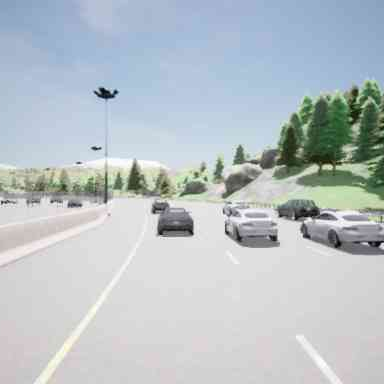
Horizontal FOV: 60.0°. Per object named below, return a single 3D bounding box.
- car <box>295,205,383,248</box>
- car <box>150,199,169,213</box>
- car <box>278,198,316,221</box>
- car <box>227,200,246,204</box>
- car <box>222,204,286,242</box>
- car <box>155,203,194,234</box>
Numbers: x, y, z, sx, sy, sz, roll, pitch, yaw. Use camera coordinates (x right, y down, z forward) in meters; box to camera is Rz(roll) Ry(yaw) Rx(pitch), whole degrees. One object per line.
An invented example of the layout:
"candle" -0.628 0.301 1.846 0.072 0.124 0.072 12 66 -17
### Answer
"car" 6.437 1.522 14.615 1.812 1.442 4.674 0 0 -4
"car" -3.579 1.522 37.071 2.128 1.511 4.902 0 0 -11
"car" 8.613 1.352 27.403 2.097 1.767 4.553 0 0 -7
"car" 4.315 1.538 32.601 1.812 1.442 4.674 0 0 -9
"car" 2.793 1.530 16.333 1.812 1.442 4.674 0 0 -5
"car" -1.013 1.578 19.384 1.994 1.385 4.181 0 0 -6
